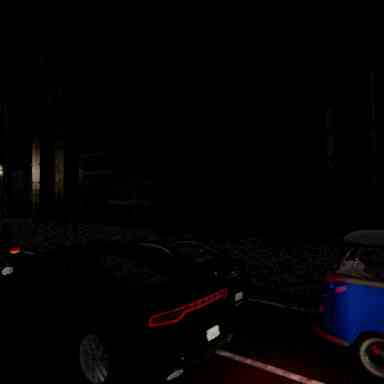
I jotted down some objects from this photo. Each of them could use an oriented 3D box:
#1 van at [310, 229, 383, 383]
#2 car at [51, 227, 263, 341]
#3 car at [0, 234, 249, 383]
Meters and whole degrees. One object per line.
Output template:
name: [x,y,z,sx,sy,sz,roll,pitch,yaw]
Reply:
van: [3.596,1.408,3.908,3.998,1.788,1.690,0,-1,37]
car: [-0.918,1.638,7.262,4.403,1.369,2.008,0,-1,37]
car: [-1.738,1.540,5.463,5.008,1.535,1.882,0,-1,37]
